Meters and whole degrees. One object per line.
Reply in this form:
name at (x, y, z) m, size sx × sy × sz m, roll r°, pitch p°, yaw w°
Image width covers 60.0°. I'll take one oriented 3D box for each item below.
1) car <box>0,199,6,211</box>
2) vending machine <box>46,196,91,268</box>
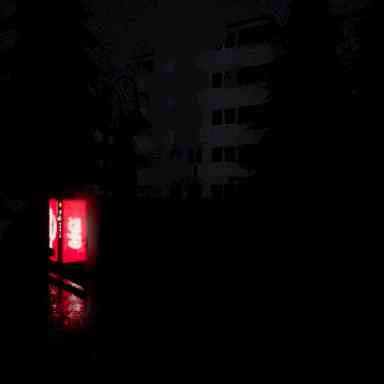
car at (-23.726, 1.352, 39.752) m, size 2.097 × 1.767 × 4.553 m, roll 0°, pitch 0°, yaw -22°
vending machine at (-3.898, 1.195, 10.468) m, size 1.100 × 2.100 × 0.880 m, roll 0°, pitch 0°, yaw -40°
